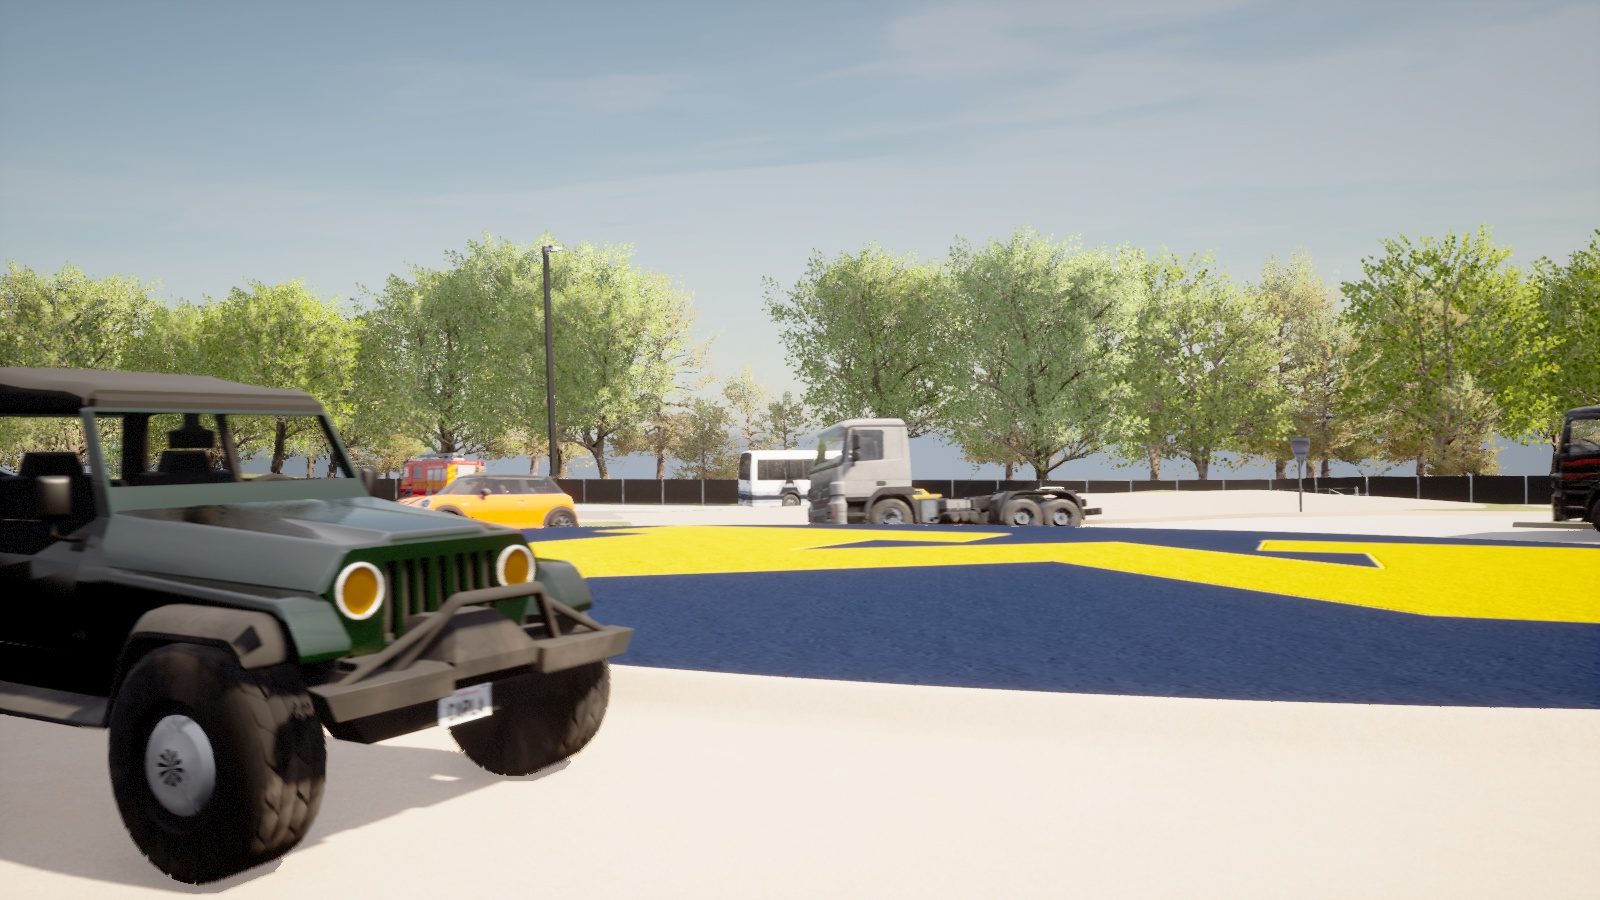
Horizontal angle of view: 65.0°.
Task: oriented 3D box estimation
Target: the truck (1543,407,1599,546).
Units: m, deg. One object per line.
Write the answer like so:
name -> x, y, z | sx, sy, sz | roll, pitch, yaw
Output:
truck -> 22.458, 0.611, 29.784 | 2.891, 3.462, 7.936 | -2, 1, -28

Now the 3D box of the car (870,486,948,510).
car -> 7.784, 3.441, 89.901 | 5.366, 1.575, 1.801 | 0, 1, 0

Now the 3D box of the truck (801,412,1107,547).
truck -> 4.278, 0.884, 35.376 | 7.936, 3.462, 2.891 | 0, -6, -15

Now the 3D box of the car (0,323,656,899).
car -> -2.795, 0.520, 5.739 | 3.866, 1.878, 1.905 | 0, 1, 30

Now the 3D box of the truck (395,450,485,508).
truck -> -24.952, 2.061, 86.726 | 2.891, 3.827, 8.468 | 3, -3, -38

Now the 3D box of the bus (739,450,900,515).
bus -> 1.327, 2.153, 86.408 | 10.273, 4.253, 3.944 | 0, 0, -19

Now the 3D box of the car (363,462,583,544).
car -> -7.635, 1.289, 29.614 | 4.553, 1.767, 2.097 | 3, -5, -44
